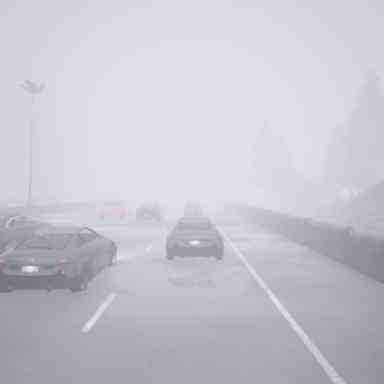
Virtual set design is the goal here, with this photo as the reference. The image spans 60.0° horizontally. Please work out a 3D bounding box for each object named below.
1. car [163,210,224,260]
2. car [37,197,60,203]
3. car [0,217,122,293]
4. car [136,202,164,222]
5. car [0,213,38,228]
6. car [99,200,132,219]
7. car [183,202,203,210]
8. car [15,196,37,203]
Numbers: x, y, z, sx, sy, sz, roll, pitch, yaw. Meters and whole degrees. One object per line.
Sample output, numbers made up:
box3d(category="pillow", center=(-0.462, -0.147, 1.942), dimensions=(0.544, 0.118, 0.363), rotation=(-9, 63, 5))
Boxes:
box3d(category="car", center=(0.098, 1.614, 12.732), dimensions=(1.994, 1.385, 4.181), rotation=(0, 0, 0))
box3d(category="car", center=(-24.508, 1.502, 57.828), dimensions=(1.994, 1.385, 4.181), rotation=(0, 0, 0))
box3d(category="car", center=(-3.401, 1.600, 9.001), dimensions=(1.994, 1.385, 4.181), rotation=(0, 0, 0))
box3d(category="car", center=(-3.404, 1.585, 27.455), dimensions=(1.882, 1.535, 5.008), rotation=(0, 0, 0))
box3d(category="car", center=(-6.902, 1.541, 12.522), dimensions=(2.128, 1.511, 4.902), rotation=(0, 0, 0))
box3d(category="car", center=(-6.904, 1.471, 30.467), dimensions=(2.097, 1.767, 4.553), rotation=(0, 0, 0))
box3d(category="car", center=(0.096, 1.671, 31.515), dimensions=(2.033, 1.411, 5.357), rotation=(0, 0, 0))
box3d(category="car", center=(-28.008, 1.427, 57.828), dimensions=(1.882, 1.535, 5.008), rotation=(0, 0, 0))
